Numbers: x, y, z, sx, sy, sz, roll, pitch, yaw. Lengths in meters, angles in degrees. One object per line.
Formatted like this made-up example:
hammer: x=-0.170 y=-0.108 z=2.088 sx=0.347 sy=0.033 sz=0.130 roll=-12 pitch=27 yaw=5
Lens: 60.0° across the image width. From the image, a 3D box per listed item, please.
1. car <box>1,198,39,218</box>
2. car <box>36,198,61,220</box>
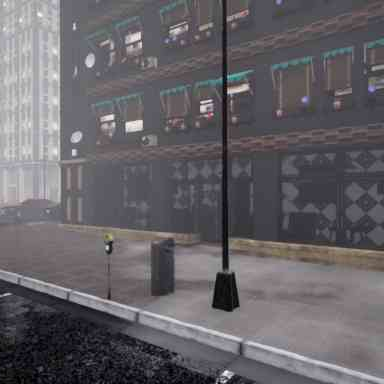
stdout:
car: x=-12.897 y=1.262 z=27.047 sx=1.812 sy=1.442 sz=4.674 roll=0 pitch=1 yaw=35
car: x=-8.261 y=1.279 z=23.555 sx=1.947 sy=1.339 sz=4.313 roll=1 pitch=1 yaw=35
